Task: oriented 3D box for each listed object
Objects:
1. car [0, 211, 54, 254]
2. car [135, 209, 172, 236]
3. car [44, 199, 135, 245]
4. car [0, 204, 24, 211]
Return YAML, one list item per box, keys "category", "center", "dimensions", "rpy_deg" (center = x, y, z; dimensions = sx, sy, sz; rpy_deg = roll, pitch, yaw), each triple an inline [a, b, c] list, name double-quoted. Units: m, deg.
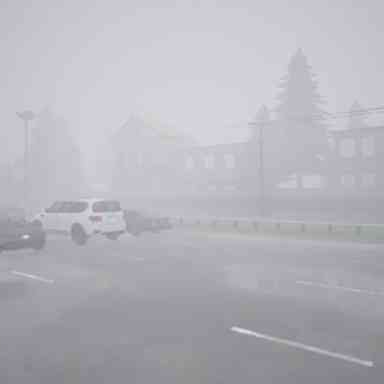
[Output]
- category: "car"
  center: [-7.981, 1.701, 13.865]
  dimensions: [4.181, 1.385, 1.994]
  rpy_deg: [-1, 0, 36]
- category: "car"
  center: [-3.670, 1.681, 19.383]
  dimensions: [5.357, 1.411, 2.033]
  rpy_deg: [-1, 0, 36]
- category: "car"
  center: [-5.728, 1.350, 16.552]
  dimensions: [5.566, 2.045, 2.150]
  rpy_deg: [0, 0, 36]
- category: "car"
  center: [-16.131, 1.771, 28.273]
  dimensions: [4.902, 1.511, 2.128]
  rpy_deg: [-1, 0, 36]
